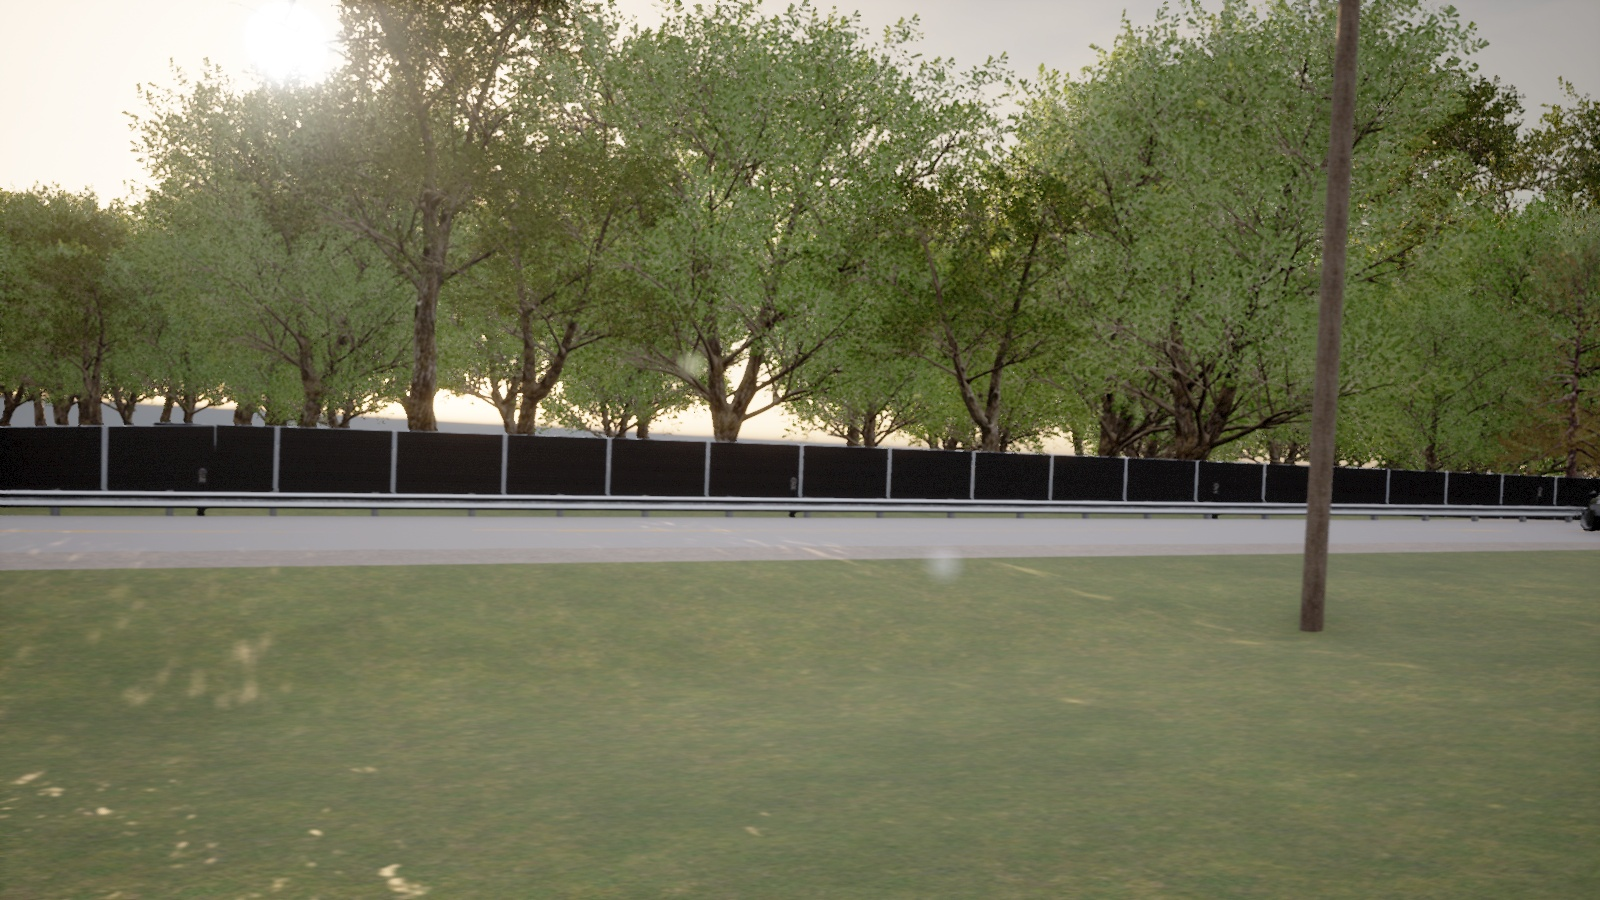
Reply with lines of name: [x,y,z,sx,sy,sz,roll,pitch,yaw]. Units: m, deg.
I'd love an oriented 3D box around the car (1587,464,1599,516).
car: [23.948,1.153,36.256,1.994,1.385,4.181,1,1,31]
